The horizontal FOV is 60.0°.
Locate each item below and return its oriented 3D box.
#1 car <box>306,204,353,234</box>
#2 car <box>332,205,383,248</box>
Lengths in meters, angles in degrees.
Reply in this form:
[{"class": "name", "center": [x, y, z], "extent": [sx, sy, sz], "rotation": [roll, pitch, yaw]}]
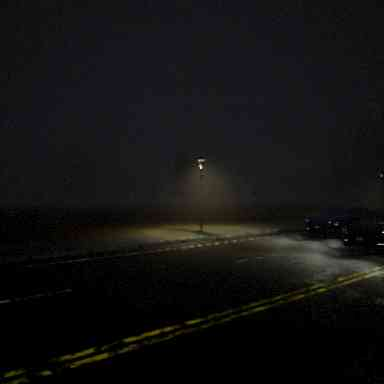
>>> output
[{"class": "car", "center": [8.053, 1.427, 17.637], "extent": [5.008, 1.535, 1.882], "rotation": [0, 0, -37]}, {"class": "car", "center": [8.108, 1.432, 13.633], "extent": [5.008, 1.535, 1.882], "rotation": [0, 0, -37]}]
